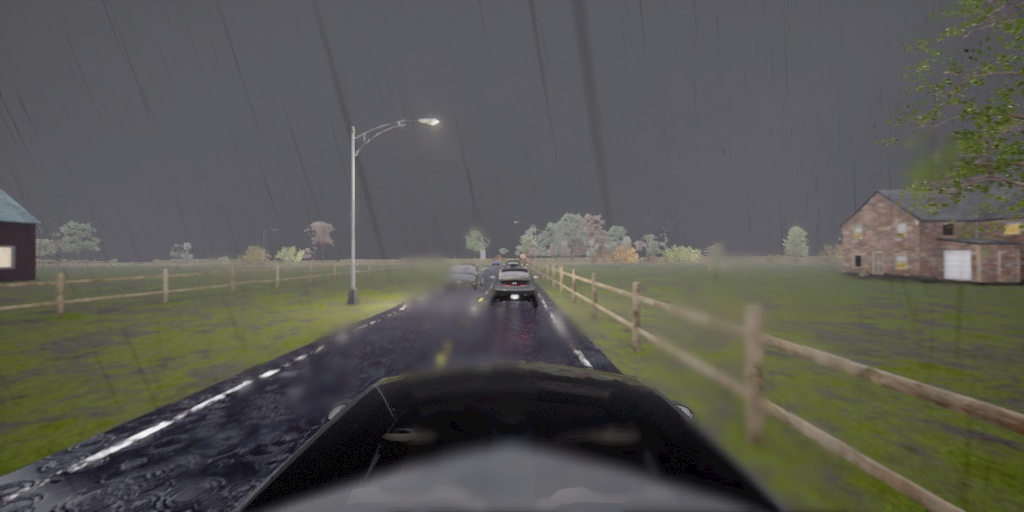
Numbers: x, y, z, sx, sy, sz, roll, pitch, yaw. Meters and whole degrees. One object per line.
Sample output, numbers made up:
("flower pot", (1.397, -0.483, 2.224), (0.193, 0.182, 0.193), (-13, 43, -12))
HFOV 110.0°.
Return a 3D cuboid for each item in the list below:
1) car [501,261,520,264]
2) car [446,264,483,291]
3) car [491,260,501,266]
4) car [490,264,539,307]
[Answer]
("car", (0.112, 1.240, 37.932), (1.837, 1.490, 4.892), (0, 0, 0))
("car", (-2.842, 1.249, 22.096), (1.837, 1.490, 4.892), (0, 0, 0))
("car", (-2.727, 1.326, 64.540), (1.895, 1.301, 4.718), (0, 0, 0))
("car", (0.106, 1.251, 15.535), (1.837, 1.490, 4.892), (0, 0, 0))
